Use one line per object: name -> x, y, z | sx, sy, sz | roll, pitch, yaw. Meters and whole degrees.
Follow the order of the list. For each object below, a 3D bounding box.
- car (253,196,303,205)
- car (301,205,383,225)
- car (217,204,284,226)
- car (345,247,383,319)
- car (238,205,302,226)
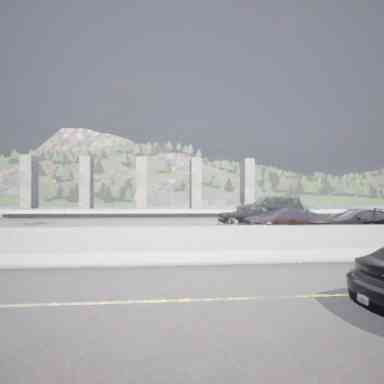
car -> 6.382, 1.379, 27.223 | 5.566, 2.045, 2.150 | 0, 0, -6
car -> 8.505, 1.588, 16.894 | 5.008, 1.535, 1.882 | 0, 0, -6
car -> 4.159, 1.731, 23.449 | 4.718, 1.301, 1.895 | 0, 0, -6
car -> 5.231, 1.549, 5.766 | 4.892, 1.490, 1.837 | 1, 0, -6
car -> 5.844, 1.666, 20.115 | 5.357, 1.411, 2.033 | 0, 0, -6
